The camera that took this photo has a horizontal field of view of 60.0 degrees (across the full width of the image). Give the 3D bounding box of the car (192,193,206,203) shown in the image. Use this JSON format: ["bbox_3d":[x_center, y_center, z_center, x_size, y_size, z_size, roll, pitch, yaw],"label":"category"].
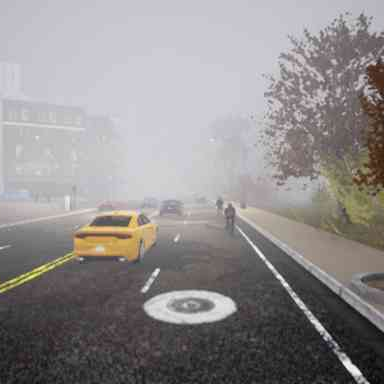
[{"bbox_3d":[1.453,1.184,56.636,2.033,1.411,5.357,0,0,-1],"label":"car"}]

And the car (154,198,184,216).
[{"bbox_3d":[-1.803,1.359,29.872,2.033,1.411,5.357,0,0,1],"label":"car"}]

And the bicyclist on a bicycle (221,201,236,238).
[{"bbox_3d":[1.827,1.355,15.901,0.582,1.620,1.656,0,0,2],"label":"bicyclist on a bicycle"}]

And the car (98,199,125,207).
[{"bbox_3d":[-8.408,1.377,34.920,1.895,1.301,4.718,0,0,1],"label":"car"}]

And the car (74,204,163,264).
[{"bbox_3d":[-2.409,1.403,11.611,1.882,1.535,5.008,0,0,3],"label":"car"}]

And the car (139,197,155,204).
[{"bbox_3d":[-5.097,1.292,40.097,2.033,1.411,5.357,0,0,1],"label":"car"}]

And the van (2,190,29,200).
[{"bbox_3d":[-29.558,0.521,55.951,3.998,1.788,1.690,1,-1,-30],"label":"van"}]

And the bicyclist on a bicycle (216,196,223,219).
[{"bbox_3d":[2.147,1.211,25.824,0.659,1.776,1.843,0,1,2],"label":"bicyclist on a bicycle"}]
